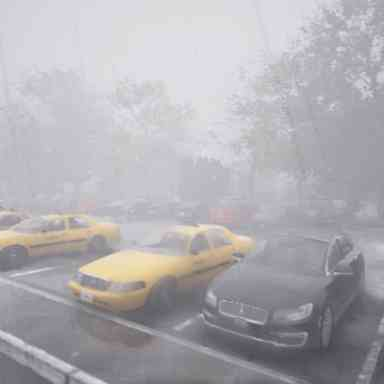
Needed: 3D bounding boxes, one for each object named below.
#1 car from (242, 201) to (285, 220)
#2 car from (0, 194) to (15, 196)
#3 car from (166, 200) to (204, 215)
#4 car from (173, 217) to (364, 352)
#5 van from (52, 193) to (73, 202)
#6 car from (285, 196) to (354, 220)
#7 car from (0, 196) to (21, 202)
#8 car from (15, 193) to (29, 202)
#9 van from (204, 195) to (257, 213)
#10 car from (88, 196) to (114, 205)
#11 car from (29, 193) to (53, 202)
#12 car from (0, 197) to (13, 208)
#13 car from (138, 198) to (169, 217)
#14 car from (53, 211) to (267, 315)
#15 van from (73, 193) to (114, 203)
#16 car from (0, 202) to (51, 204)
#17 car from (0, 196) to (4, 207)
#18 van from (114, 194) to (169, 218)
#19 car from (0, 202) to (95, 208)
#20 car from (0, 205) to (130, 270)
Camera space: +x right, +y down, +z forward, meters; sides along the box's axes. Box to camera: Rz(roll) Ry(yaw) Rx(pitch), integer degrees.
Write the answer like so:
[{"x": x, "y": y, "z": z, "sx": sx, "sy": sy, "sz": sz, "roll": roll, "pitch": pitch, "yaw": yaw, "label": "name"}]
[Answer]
[{"x": 5.268, "y": 1.494, "z": 20.340, "sx": 2.163, "sy": 1.488, "sz": 4.792, "roll": 1, "pitch": 0, "yaw": 36, "label": "car"}, {"x": -19.401, "y": 1.338, "z": 38.213, "sx": 2.097, "sy": 1.535, "sz": 5.008, "roll": 0, "pitch": 0, "yaw": 36, "label": "car"}, {"x": 0.712, "y": 1.441, "z": 23.706, "sx": 2.163, "sy": 1.488, "sz": 4.792, "roll": 1, "pitch": 0, "yaw": 36, "label": "car"}, {"x": 2.090, "y": 1.530, "z": 6.539, "sx": 2.231, "sy": 1.521, "sz": 4.892, "roll": 1, "pitch": 0, "yaw": 36, "label": "car"}, {"x": -10.487, "y": 1.136, "z": 31.627, "sx": 1.878, "sy": 1.987, "sz": 4.442, "roll": 0, "pitch": 0, "yaw": 36, "label": "van"}, {"x": 7.548, "y": 1.243, "z": 18.761, "sx": 2.435, "sy": 2.045, "sz": 5.566, "roll": 1, "pitch": 0, "yaw": 36, "label": "car"}, {"x": -11.384, "y": 1.261, "z": 16.316, "sx": 2.185, "sy": 1.767, "sz": 4.553, "roll": 0, "pitch": 0, "yaw": 36, "label": "car"}, {"x": -14.923, "y": 1.099, "z": 34.946, "sx": 2.435, "sy": 2.045, "sz": 5.566, "roll": 0, "pitch": 0, "yaw": 36, "label": "car"}, {"x": 3.011, "y": 1.210, "z": 22.152, "sx": 1.878, "sy": 1.987, "sz": 4.442, "roll": 1, "pitch": 0, "yaw": 36, "label": "van"}, {"x": -5.927, "y": 1.374, "z": 28.480, "sx": 2.097, "sy": 1.535, "sz": 5.008, "roll": 0, "pitch": 0, "yaw": 36, "label": "car"}, {"x": -12.679, "y": 1.105, "z": 33.322, "sx": 2.435, "sy": 2.045, "sz": 5.566, "roll": 0, "pitch": 0, "yaw": 36, "label": "car"}, {"x": -26.131, "y": 1.361, "z": 43.086, "sx": 2.002, "sy": 1.452, "sz": 4.674, "roll": 0, "pitch": 0, "yaw": 36, "label": "car"}, {"x": -1.426, "y": 1.424, "z": 25.253, "sx": 2.163, "sy": 1.488, "sz": 4.792, "roll": 0, "pitch": 0, "yaw": 36, "label": "car"}, {"x": -0.271, "y": 1.496, "z": 8.010, "sx": 1.946, "sy": 1.575, "sz": 5.366, "roll": 1, "pitch": 0, "yaw": 36, "label": "car"}, {"x": -8.106, "y": 1.142, "z": 30.193, "sx": 1.878, "sy": 1.987, "sz": 4.442, "roll": 0, "pitch": 0, "yaw": 36, "label": "van"}, {"x": -9.154, "y": 1.400, "z": 14.657, "sx": 2.231, "sy": 1.521, "sz": 4.892, "roll": 1, "pitch": 0, "yaw": 36, "label": "car"}, {"x": -28.379, "y": 1.315, "z": 44.707, "sx": 2.097, "sy": 1.535, "sz": 5.008, "roll": 0, "pitch": 0, "yaw": 36, "label": "car"}, {"x": -3.736, "y": 1.157, "z": 26.754, "sx": 1.878, "sy": 1.987, "sz": 4.442, "roll": 0, "pitch": 0, "yaw": 36, "label": "van"}, {"x": -6.800, "y": 1.414, "z": 13.190, "sx": 1.946, "sy": 1.575, "sz": 5.366, "roll": 1, "pitch": 0, "yaw": 36, "label": "car"}, {"x": -4.868, "y": 1.437, "z": 11.335, "sx": 1.946, "sy": 1.575, "sz": 5.366, "roll": 1, "pitch": 0, "yaw": 36, "label": "car"}]
